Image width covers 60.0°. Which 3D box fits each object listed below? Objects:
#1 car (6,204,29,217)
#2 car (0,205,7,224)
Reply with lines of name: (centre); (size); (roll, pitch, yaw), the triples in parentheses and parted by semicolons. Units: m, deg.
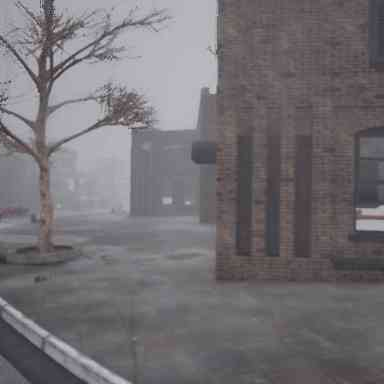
car: (-20.056, 2.028, 36.377); (1.895, 1.301, 4.718); (1, -1, 6)
car: (-15.759, 1.905, 24.667); (1.895, 1.301, 4.718); (1, -1, -12)
